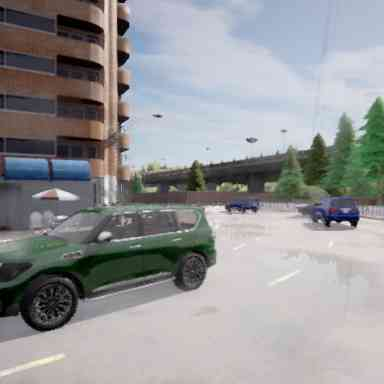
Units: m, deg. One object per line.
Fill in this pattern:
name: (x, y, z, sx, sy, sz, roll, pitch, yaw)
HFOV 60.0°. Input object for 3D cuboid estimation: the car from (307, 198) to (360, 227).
car: (10.584, 1.449, 24.908, 2.150, 2.045, 5.566, 0, -1, 6)

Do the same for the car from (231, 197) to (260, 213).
car: (6.554, 1.659, 43.506, 2.150, 2.045, 5.566, 0, -1, -26)

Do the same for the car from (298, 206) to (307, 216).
car: (13.324, 1.874, 35.230, 2.033, 1.411, 5.357, 0, -1, -12)

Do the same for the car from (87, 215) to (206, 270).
car: (-1.526, 1.703, 12.425, 1.994, 1.385, 4.181, -1, -1, 39)

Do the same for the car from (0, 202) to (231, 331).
car: (-1.789, 1.313, 7.524, 5.566, 2.045, 2.150, 1, -1, -44)
